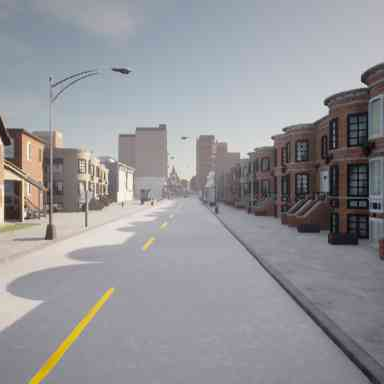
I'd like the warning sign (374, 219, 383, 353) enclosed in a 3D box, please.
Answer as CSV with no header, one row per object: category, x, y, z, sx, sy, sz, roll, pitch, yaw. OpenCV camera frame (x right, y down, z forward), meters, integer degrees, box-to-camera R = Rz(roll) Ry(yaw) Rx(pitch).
warning sign,3.350,1.333,4.391,1.300,1.860,1.060,0,0,0
